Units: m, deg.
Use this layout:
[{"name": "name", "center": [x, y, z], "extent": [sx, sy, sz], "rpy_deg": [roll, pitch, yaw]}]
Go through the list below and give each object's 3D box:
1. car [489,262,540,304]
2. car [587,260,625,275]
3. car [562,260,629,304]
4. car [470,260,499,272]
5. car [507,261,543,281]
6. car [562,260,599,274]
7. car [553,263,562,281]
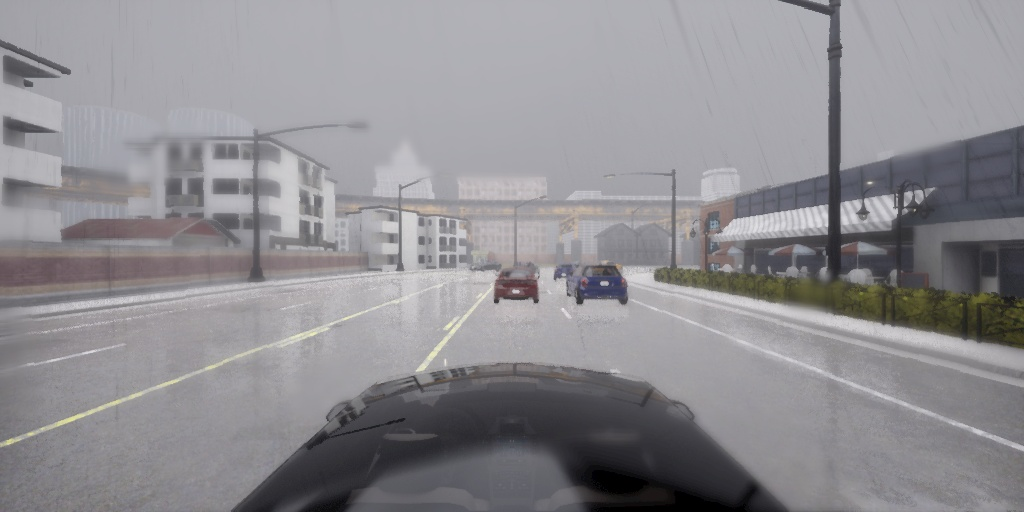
[{"name": "car", "center": [0.218, 1.235, 16.454], "extent": [1.882, 1.535, 5.008], "rpy_deg": [0, 0, 1]}, {"name": "car", "center": [10.695, 1.235, 40.608], "extent": [5.008, 1.535, 1.882], "rpy_deg": [0, 0, -44]}, {"name": "car", "center": [3.716, 1.116, 16.337], "extent": [2.097, 1.767, 4.553], "rpy_deg": [0, 0, 1]}, {"name": "car", "center": [-3.321, 1.270, 45.722], "extent": [2.128, 1.511, 4.902], "rpy_deg": [0, 0, 36]}, {"name": "car", "center": [1.212, 1.245, 30.997], "extent": [2.128, 1.511, 4.902], "rpy_deg": [0, 0, 14]}, {"name": "car", "center": [8.271, 1.235, 43.133], "extent": [5.008, 1.535, 1.882], "rpy_deg": [0, 0, -44]}, {"name": "car", "center": [4.605, 1.283, 30.139], "extent": [1.812, 1.442, 4.674], "rpy_deg": [0, 0, 14]}]
